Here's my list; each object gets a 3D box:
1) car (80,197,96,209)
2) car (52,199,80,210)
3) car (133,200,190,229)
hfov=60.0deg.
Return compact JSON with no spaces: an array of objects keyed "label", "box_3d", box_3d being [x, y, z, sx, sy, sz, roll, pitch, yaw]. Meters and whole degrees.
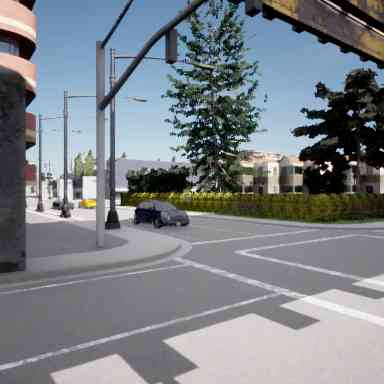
[{"label":"car","box_3d":[-14.059,1.478,45.331,1.882,1.535,5.008,0,0,-34]},{"label":"car","box_3d":[-16.442,1.547,42.345,2.033,1.411,5.357,0,0,-35]},{"label":"car","box_3d":[-2.092,1.353,21.895,2.097,1.767,4.553,0,0,-35]}]
